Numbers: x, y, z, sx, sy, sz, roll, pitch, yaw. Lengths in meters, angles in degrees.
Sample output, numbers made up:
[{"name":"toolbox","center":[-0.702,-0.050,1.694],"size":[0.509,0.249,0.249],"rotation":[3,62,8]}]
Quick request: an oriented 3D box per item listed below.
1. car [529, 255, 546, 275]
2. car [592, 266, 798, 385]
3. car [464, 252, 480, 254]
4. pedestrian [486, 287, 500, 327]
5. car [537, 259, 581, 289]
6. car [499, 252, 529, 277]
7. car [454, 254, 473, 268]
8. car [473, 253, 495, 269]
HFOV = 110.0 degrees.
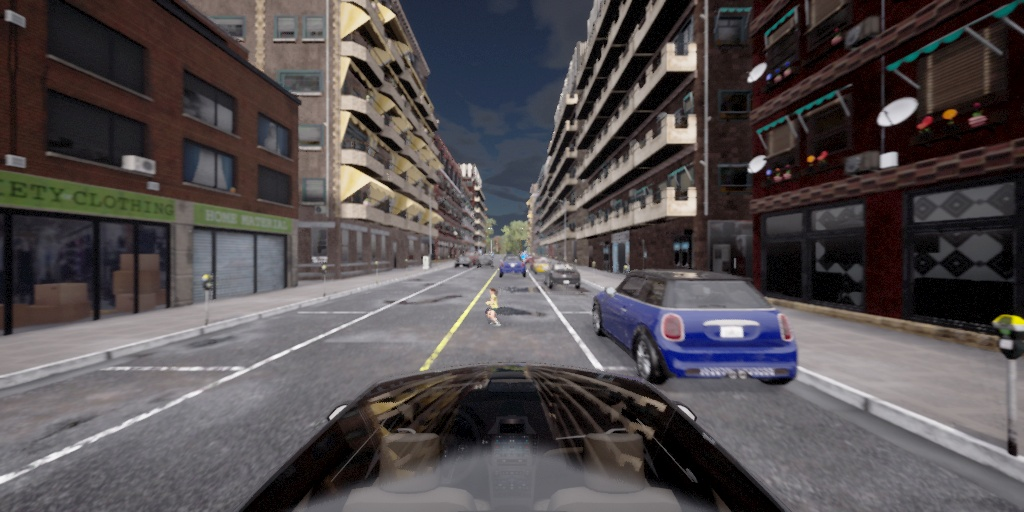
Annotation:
[{"name":"car","center":[2.703,0.828,31.324],"size":[1.751,1.417,4.829],"rotation":[0,0,0]},{"name":"car","center":[3.002,1.021,7.024],"size":[2.097,1.767,4.553],"rotation":[0,1,0]},{"name":"car","center":[-5.671,0.363,47.908],"size":[2.192,1.841,5.009],"rotation":[0,0,0]},{"name":"pedestrian","center":[-0.454,1.305,9.540],"size":[0.500,1.100,0.500],"rotation":[1,0,-5]},{"name":"car","center":[2.699,1.022,20.013],"size":[2.007,1.370,4.403],"rotation":[0,0,0]},{"name":"car","center":[0.069,0.687,28.960],"size":[2.097,1.767,4.553],"rotation":[0,1,0]},{"name":"car","center":[-5.673,0.699,42.339],"size":[1.948,1.339,4.313],"rotation":[0,0,0]},{"name":"car","center":[-3.063,0.651,41.559],"size":[1.837,1.490,4.892],"rotation":[0,0,0]}]
